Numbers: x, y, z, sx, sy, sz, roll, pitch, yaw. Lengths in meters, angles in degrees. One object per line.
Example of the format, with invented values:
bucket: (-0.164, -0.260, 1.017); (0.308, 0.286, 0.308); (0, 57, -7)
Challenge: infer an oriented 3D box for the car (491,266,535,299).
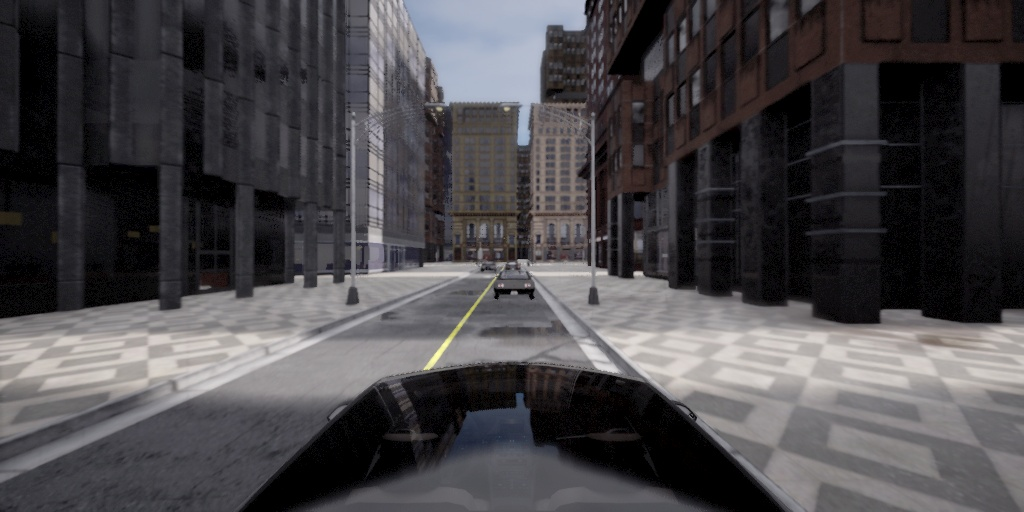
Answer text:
car: (0.105, 1.360, 18.306); (1.895, 1.301, 4.718); (0, 0, 0)

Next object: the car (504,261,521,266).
car: (0.113, 1.313, 41.720); (1.812, 1.442, 4.674); (0, 0, 0)

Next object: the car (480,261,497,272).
car: (-2.986, 1.359, 46.229); (1.994, 1.385, 4.181); (0, 0, 0)
